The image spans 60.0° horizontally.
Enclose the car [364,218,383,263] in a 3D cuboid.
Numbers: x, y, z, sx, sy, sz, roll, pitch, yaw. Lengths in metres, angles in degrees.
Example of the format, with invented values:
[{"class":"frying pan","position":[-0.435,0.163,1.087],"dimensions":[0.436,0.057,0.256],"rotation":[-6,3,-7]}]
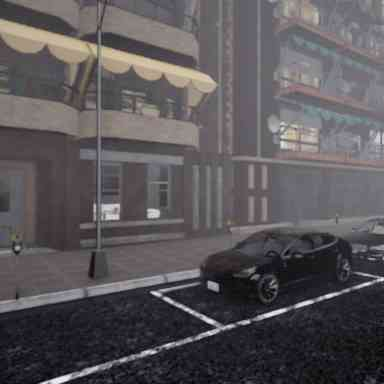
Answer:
[{"class":"car","position":[6.725,1.572,11.350],"dimensions":[4.403,1.369,2.008],"rotation":[0,0,-35]}]

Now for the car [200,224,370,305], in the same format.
[{"class":"car","position":[2.215,1.577,8.136],"dimensions":[4.313,1.339,1.947],"rotation":[0,0,-35]}]
